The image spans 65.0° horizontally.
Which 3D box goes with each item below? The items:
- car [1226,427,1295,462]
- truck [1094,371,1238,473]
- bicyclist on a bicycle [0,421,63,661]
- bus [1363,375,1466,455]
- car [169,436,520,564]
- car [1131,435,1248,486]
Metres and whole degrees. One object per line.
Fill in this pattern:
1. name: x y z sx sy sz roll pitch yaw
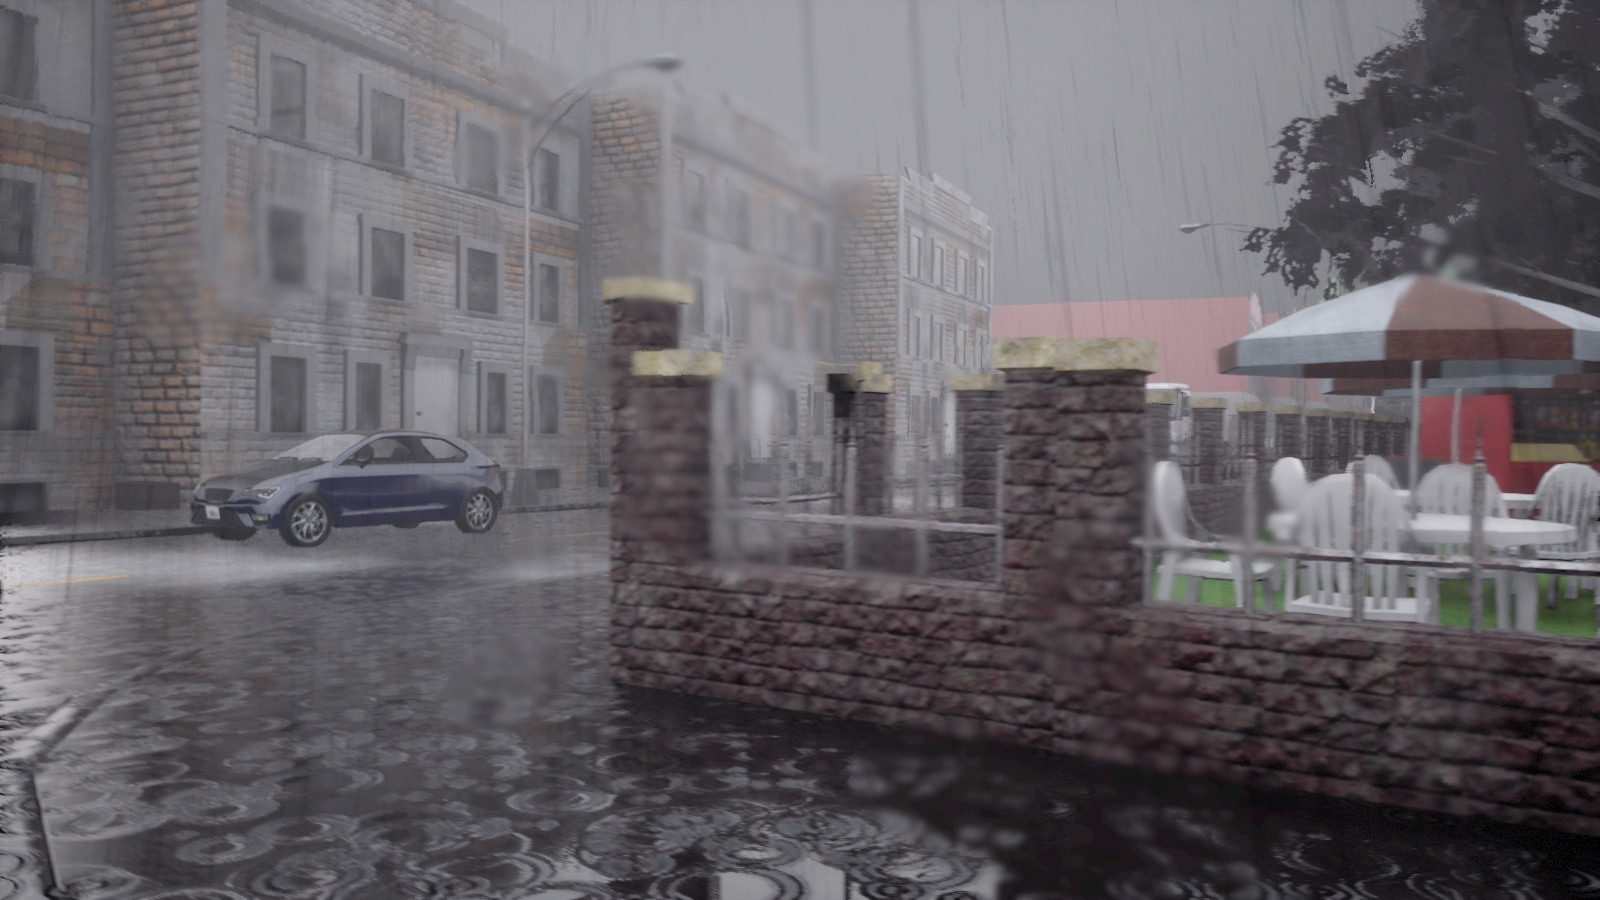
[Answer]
1. car: 21.393 -0.280 58.255 1.882 1.535 5.008 0 1 34
2. truck: 13.783 -1.014 46.801 2.891 3.462 7.936 0 1 34
3. bicyclist on a bicycle: -5.876 0.609 8.336 0.866 1.612 1.509 3 1 11
4. bus: 35.464 -1.952 72.179 3.944 4.253 10.273 0 1 34
5. car: -5.988 0.567 16.986 1.816 1.474 4.193 0 1 34
6. car: 11.086 0.247 35.497 1.895 1.301 4.718 0 1 34
